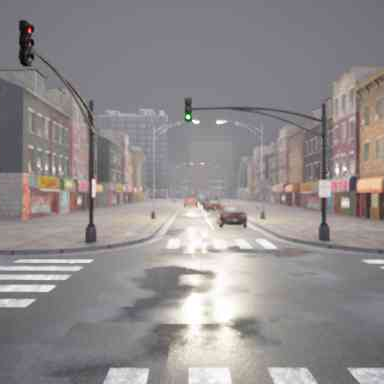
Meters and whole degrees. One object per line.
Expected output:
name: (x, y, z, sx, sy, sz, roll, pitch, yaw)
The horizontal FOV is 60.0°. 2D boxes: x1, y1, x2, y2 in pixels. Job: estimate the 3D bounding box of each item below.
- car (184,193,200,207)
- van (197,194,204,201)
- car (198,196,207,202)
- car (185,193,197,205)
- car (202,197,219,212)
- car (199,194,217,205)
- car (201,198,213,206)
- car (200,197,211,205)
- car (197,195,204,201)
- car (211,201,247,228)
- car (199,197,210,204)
car: (-0.187, 1.397, 52.383, 2.097, 1.767, 4.553, 0, 0, 0)
van: (2.335, 1.489, 87.427, 1.690, 1.788, 3.998, 0, 0, 0)
car: (2.371, 1.677, 76.551, 1.947, 1.339, 4.313, 0, 0, 0)
car: (-0.223, 1.290, 62.685, 2.150, 2.045, 5.566, 0, 0, 0)
car: (2.505, 1.568, 38.489, 1.887, 1.381, 4.507, 1, 0, 0)
car: (2.488, 1.347, 43.927, 2.192, 1.841, 5.009, 1, 0, 0)
car: (2.447, 1.635, 54.801, 1.802, 1.307, 4.206, 1, 0, 0)
car: (2.428, 1.648, 60.239, 1.802, 1.307, 4.206, 1, 0, 0)
car: (2.315, 1.608, 92.865, 1.967, 1.590, 4.097, 0, 0, 0)
car: (2.562, 1.551, 22.178, 1.887, 1.381, 4.507, 1, 0, 0)
car: (2.409, 1.631, 65.676, 2.008, 1.369, 4.403, 1, 0, 0)
